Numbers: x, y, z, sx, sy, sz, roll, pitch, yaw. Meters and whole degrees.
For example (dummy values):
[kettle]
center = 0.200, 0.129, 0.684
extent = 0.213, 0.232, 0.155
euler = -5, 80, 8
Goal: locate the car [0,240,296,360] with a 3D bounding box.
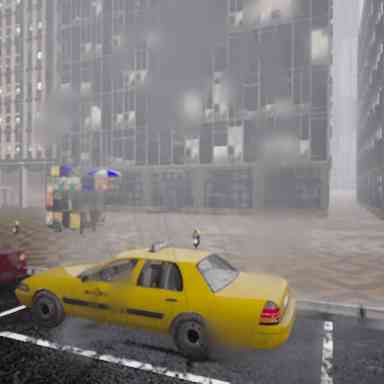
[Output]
[car]
center = -0.793, 1.523, 5.639
extent = 4.829, 1.417, 1.752
euler = 0, 0, 23
